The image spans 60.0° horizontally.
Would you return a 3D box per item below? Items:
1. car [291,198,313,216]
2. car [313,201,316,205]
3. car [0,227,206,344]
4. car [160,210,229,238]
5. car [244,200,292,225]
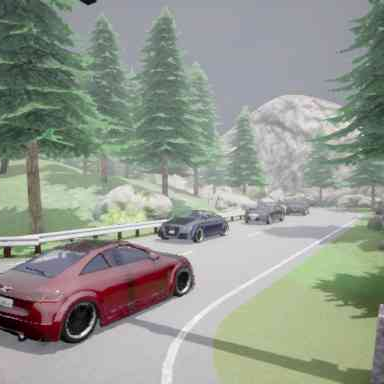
[{"bbox_3d":[10.704,1.535,33.508,1.837,1.490,4.892,0,0,25],"label":"car"},{"bbox_3d":[16.334,1.597,51.204,2.033,1.411,5.357,0,0,-38],"label":"car"},{"bbox_3d":[-1.688,1.630,6.632,1.994,1.385,4.181,0,-1,32],"label":"car"},{"bbox_3d":[0.168,1.577,16.319,1.994,1.385,4.181,0,0,32],"label":"car"},{"bbox_3d":[5.474,1.513,24.731,2.128,1.511,4.902,0,0,32],"label":"car"}]
